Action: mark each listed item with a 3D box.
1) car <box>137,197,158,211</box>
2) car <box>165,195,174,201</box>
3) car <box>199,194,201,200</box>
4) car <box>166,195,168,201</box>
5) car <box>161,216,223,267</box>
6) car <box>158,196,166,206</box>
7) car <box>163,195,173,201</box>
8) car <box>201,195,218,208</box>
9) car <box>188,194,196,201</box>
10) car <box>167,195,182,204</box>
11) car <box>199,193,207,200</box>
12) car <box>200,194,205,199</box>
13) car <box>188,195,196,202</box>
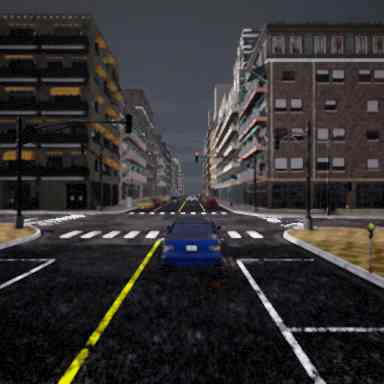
[{"bbox_3d":[-5.678,1.476,40.755,1.752,1.417,4.829,1,0,0],"label":"car"},{"bbox_3d":[-5.674,1.451,85.113,1.887,1.381,4.507,1,0,0],"label":"car"},{"bbox_3d":[2.705,1.509,63.004,1.802,1.307,4.206,1,0,0],"label":"car"},{"bbox_3d":[-5.675,1.442,73.896,1.752,1.417,4.829,1,0,0],"label":"car"},{"bbox_3d":[0.058,1.533,11.358,2.033,1.411,5.357,0,0,2],"label":"car"},{"bbox_3d":[-5.677,1.483,51.972,1.887,1.381,4.507,1,0,0],"label":"car"},{"bbox_3d":[-5.674,1.462,79.590,2.008,1.369,4.403,1,0,0],"label":"car"},{"bbox_3d":[2.703,1.489,46.433,1.887,1.381,4.507,1,0,0],"label":"car"},{"bbox_3d":[0.010,1.364,82.701,2.128,1.511,4.902,0,0,0],"label":"car"},{"bbox_3d":[-3.037,1.454,61.616,1.812,1.442,4.674,0,0,1],"label":"car"},{"bbox_3d":[3.011,1.249,94.746,2.097,1.767,4.553,0,0,0],"label":"car"},{"bbox_3d":[2.705,1.379,51.957,1.967,1.590,4.097,1,0,0],"label":"car"},{"bbox_3d":[0.009,1.512,72.725,1.895,1.301,4.718,0,0,0],"label":"car"}]
